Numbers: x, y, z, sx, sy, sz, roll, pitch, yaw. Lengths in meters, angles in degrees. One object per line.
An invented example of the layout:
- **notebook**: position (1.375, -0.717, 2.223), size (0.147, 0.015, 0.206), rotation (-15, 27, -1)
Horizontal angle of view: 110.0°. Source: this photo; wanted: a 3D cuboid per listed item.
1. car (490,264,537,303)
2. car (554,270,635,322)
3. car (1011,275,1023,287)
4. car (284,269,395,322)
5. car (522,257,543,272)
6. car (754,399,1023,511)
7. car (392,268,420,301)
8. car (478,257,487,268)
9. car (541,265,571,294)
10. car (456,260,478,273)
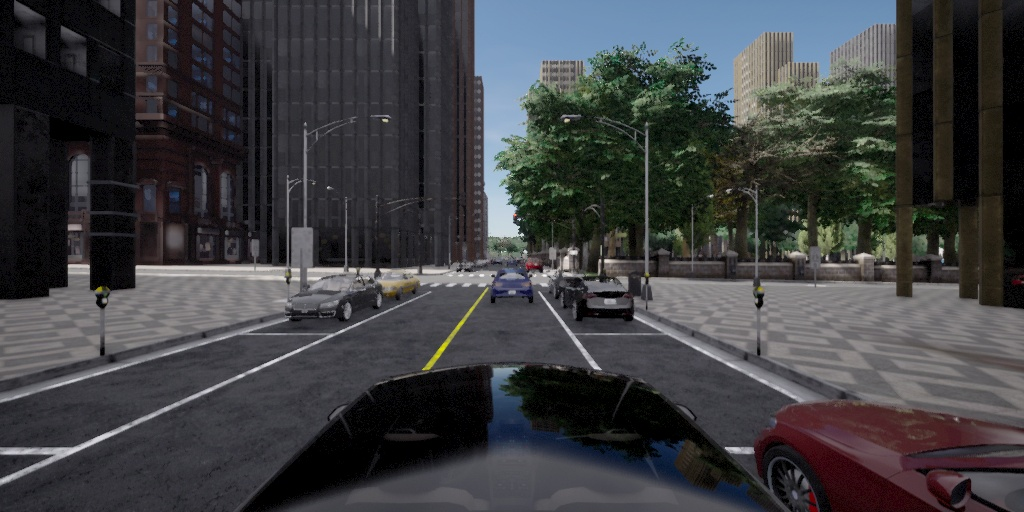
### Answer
- **car**: position (0.000, 1.283, 16.500), size (1.812, 1.442, 4.674), rotation (0, 0, 0)
- **car**: position (2.763, 1.314, 12.144), size (1.948, 1.339, 4.313), rotation (0, 0, 0)
- **car**: position (49.225, 2.128, 32.553), size (5.566, 2.045, 2.150), rotation (1, 0, 0)
- **car**: position (-5.763, 1.299, 12.135), size (2.007, 1.370, 4.403), rotation (0, 0, 0)
- **car**: position (2.763, 1.078, 44.322), size (2.192, 1.841, 5.009), rotation (0, 0, 0)
- **car**: position (2.763, 1.330, 1.118), size (1.802, 1.307, 4.207), rotation (0, 0, 0)
- **car**: position (-5.763, 1.275, 17.478), size (1.751, 1.417, 4.829), rotation (0, 0, 0)
- **car**: position (-5.763, 1.334, 60.683), size (2.007, 1.370, 4.403), rotation (0, 0, 0)
- **car**: position (2.762, 1.300, 17.657), size (2.007, 1.370, 4.403), rotation (0, 0, 0)
- **car**: position (-5.763, 1.329, 44.313), size (1.948, 1.339, 4.313), rotation (0, 0, 0)
